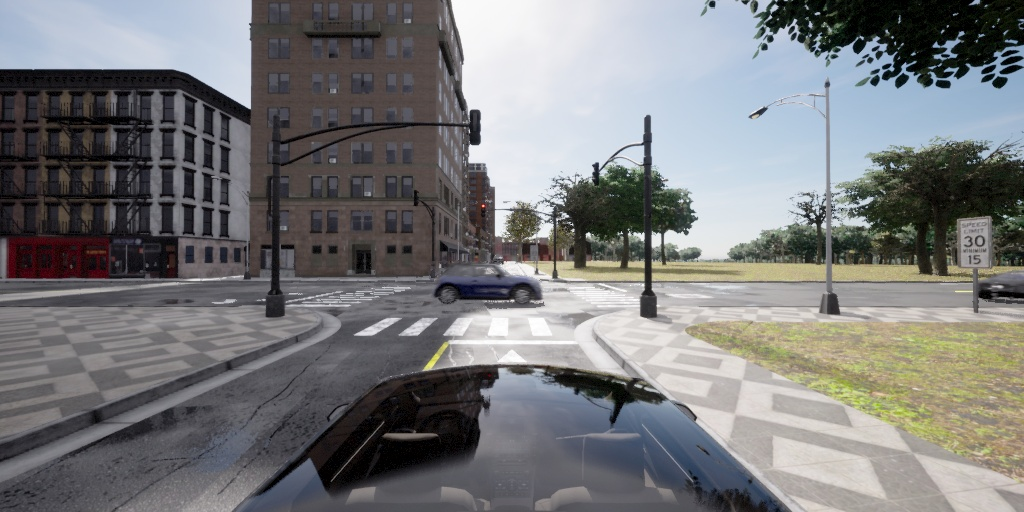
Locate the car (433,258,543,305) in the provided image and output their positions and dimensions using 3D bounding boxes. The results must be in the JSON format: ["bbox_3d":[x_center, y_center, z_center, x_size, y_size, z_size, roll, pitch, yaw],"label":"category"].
[{"bbox_3d":[-0.970,1.103,15.444,4.553,1.767,2.097,0,0,0],"label":"car"}]

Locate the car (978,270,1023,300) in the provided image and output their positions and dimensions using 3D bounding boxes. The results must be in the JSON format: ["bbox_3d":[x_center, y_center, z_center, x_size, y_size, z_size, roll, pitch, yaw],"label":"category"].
[{"bbox_3d":[22.928,1.295,15.467,4.181,1.385,1.994,0,-1,0],"label":"car"}]
